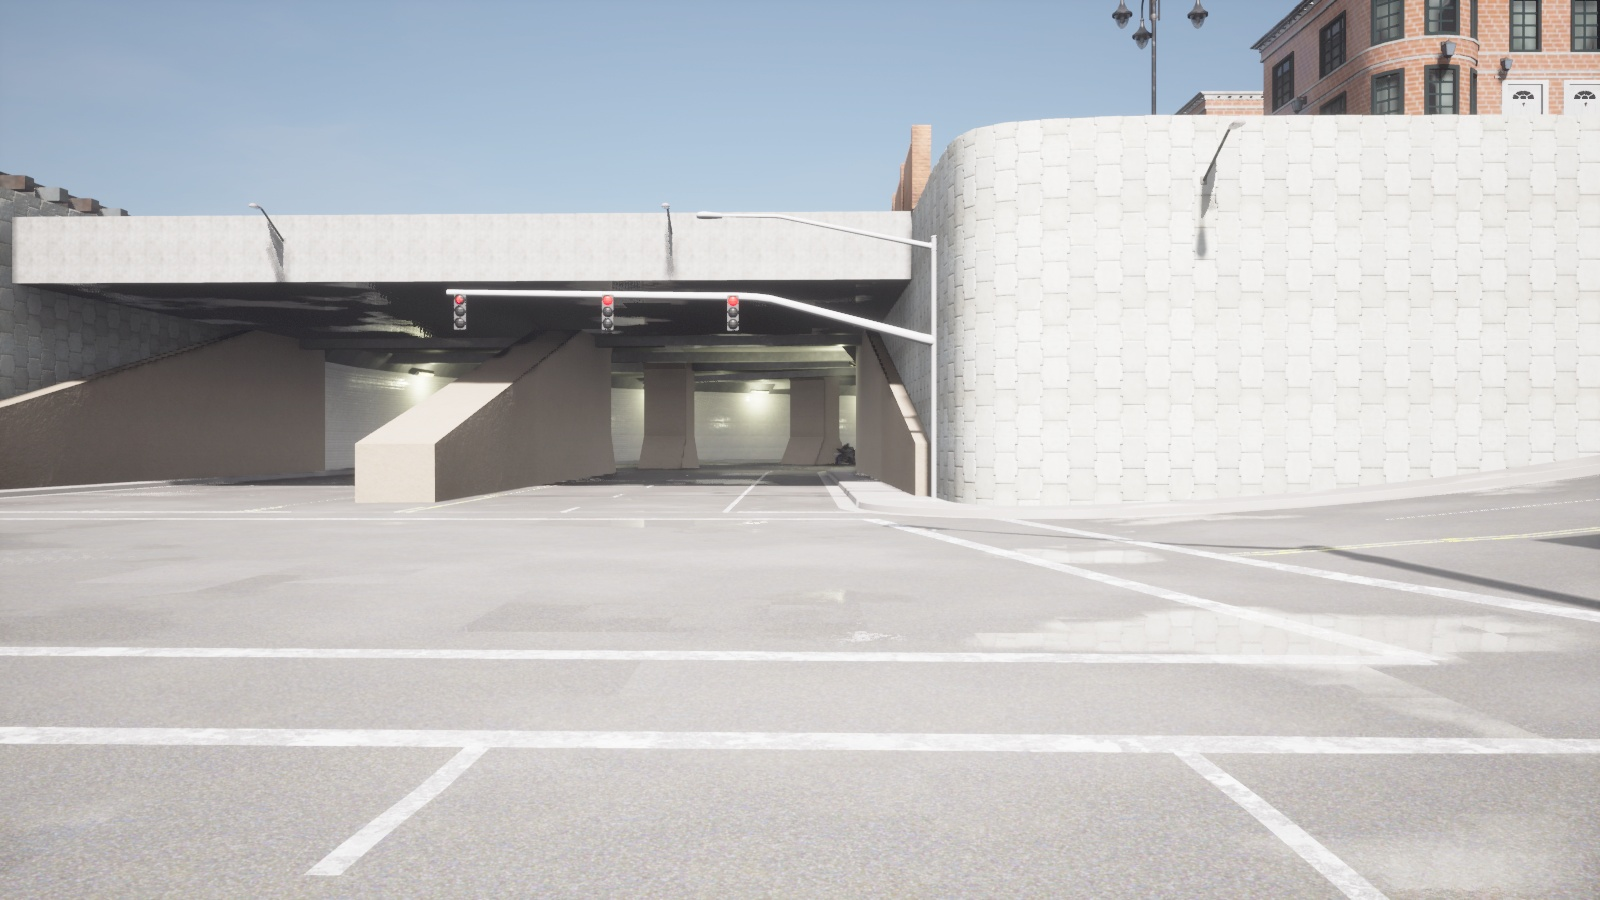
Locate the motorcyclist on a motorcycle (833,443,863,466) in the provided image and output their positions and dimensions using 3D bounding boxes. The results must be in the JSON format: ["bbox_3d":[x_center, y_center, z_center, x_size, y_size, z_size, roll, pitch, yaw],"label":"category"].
[{"bbox_3d":[3.305,0.297,86.396,0.866,1.530,2.191,1,1,45],"label":"motorcyclist on a motorcycle"}]
